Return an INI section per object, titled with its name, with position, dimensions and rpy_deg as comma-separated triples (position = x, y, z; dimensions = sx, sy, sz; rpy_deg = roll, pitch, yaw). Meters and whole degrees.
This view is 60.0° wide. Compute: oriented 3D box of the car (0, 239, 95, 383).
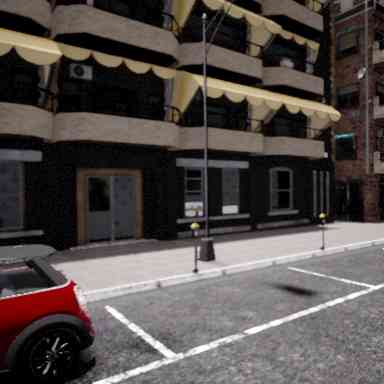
[car]
position = -3.343, 1.443, 3.726
dimensions = 4.097, 1.590, 1.967
rpy_deg = 0, 0, -36
